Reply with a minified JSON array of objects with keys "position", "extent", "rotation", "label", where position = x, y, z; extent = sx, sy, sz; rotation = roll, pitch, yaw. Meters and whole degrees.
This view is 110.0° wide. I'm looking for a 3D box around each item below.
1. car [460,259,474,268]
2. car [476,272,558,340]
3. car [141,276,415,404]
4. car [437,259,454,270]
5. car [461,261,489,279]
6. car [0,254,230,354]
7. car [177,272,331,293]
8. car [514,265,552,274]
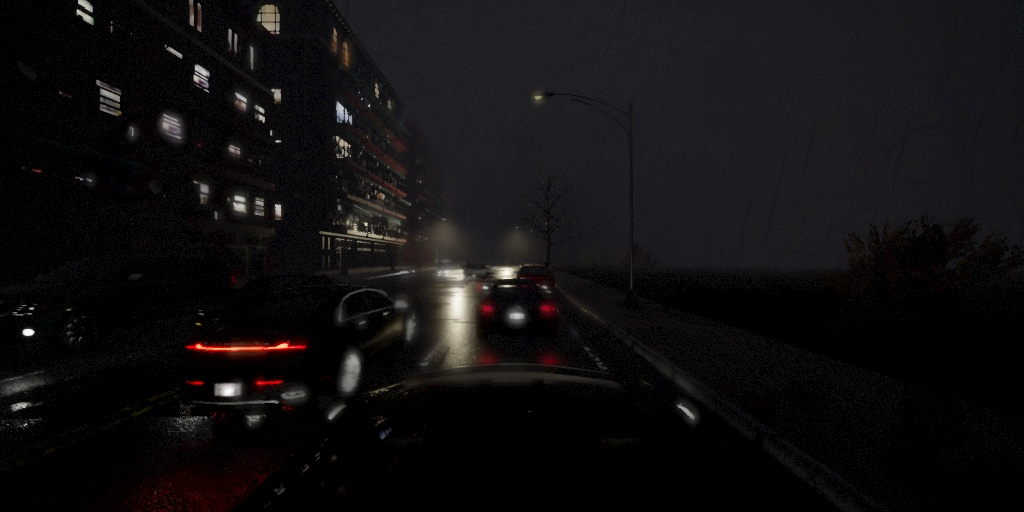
[{"position":[-6.567,1.256,53.905],"extent":[1.837,1.490,4.892],"rotation":[0,0,0],"label":"car"},{"position":[0.105,1.315,10.024],"extent":[1.994,1.385,4.181],"rotation":[0,0,0],"label":"car"},{"position":[-3.150,1.254,6.408],"extent":[1.837,1.490,4.892],"rotation":[0,0,0],"label":"car"},{"position":[-9.819,1.242,52.959],"extent":[2.128,1.511,4.902],"rotation":[0,0,0],"label":"car"},{"position":[-3.135,1.353,32.260],"extent":[1.895,1.301,4.718],"rotation":[0,0,0],"label":"car"},{"position":[-9.848,0.972,9.147],"extent":[2.150,2.045,5.566],"rotation":[0,0,0],"label":"car"},{"position":[-6.597,1.256,10.539],"extent":[1.837,1.490,4.892],"rotation":[0,0,0],"label":"car"},{"position":[1.145,1.230,18.945],"extent":[1.882,1.535,5.008],"rotation":[0,0,0],"label":"car"}]
